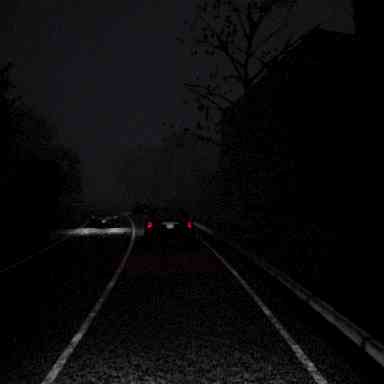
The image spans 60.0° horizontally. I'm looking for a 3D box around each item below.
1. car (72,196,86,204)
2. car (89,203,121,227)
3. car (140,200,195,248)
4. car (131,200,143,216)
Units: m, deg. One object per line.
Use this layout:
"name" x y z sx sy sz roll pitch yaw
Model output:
"car" -20.846 1.438 61.186 1.812 1.442 4.674 3 -1 -30
"car" -5.875 1.524 22.702 1.812 1.442 4.674 1 0 -12
"car" -1.133 1.381 15.198 2.097 1.767 4.553 1 0 -7
"car" -5.016 1.568 33.469 1.882 1.535 5.008 2 -1 -16
